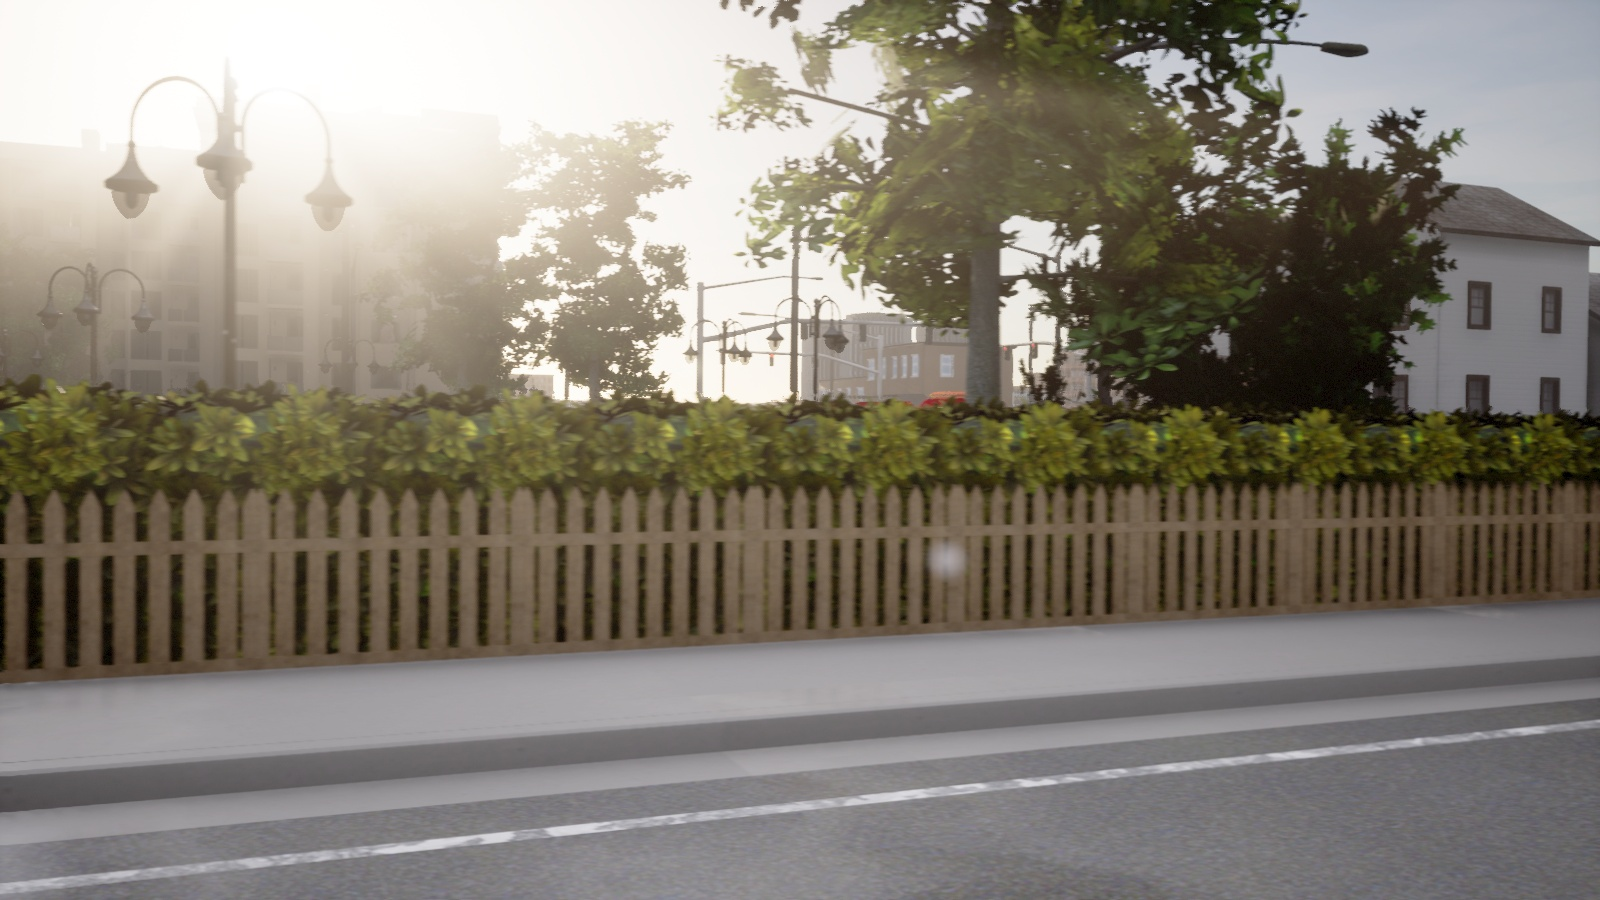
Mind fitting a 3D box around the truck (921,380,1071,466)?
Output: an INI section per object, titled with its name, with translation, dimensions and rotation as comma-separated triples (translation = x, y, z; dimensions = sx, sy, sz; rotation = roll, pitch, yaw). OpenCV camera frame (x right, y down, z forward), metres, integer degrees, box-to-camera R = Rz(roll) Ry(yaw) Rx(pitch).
[truck]
translation = 8.324, -1.163, 54.611
dimensions = 2.891, 3.462, 7.936
rotation = -1, 1, -21
